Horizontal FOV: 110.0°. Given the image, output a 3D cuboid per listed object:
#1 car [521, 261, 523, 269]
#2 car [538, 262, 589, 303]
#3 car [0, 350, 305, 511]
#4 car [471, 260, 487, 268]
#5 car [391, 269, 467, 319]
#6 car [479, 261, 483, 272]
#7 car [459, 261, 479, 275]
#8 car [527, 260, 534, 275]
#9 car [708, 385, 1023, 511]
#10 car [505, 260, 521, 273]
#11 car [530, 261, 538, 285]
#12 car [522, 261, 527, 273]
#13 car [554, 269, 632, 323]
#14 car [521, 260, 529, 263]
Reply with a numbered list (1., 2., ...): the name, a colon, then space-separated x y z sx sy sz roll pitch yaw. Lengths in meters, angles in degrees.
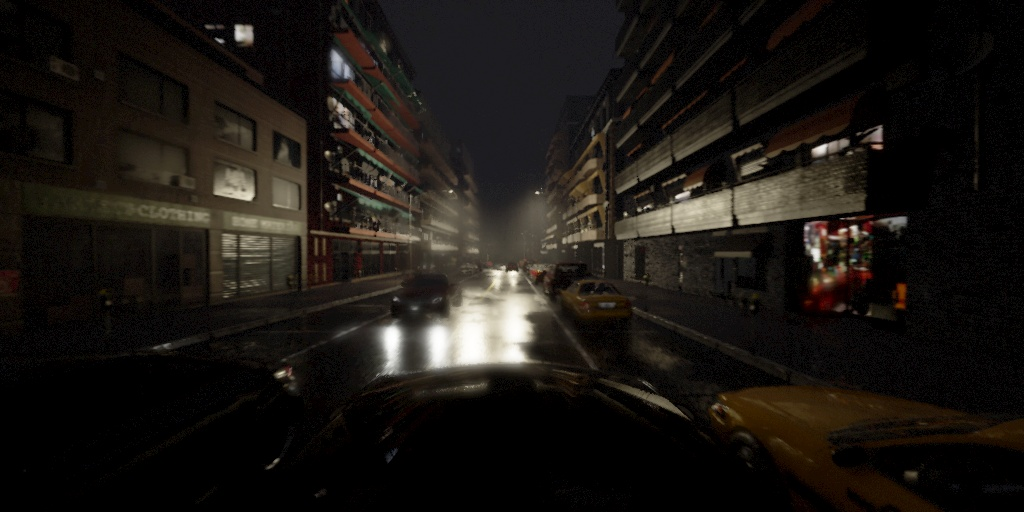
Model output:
1. car: 2.722 1.742 50.913 1.948 1.339 4.313 0 0 0
2. car: 2.705 1.203 17.769 2.192 1.841 5.009 0 0 0
3. car: -3.088 1.316 1.909 1.994 1.385 4.181 0 0 0
4. car: -5.655 1.540 56.394 2.192 1.841 5.009 0 0 0
5. car: -3.004 1.378 13.489 1.812 1.442 4.674 0 -1 1
6. car: -5.659 1.728 50.870 2.007 1.370 4.403 0 0 0
7. car: -5.662 1.680 45.348 2.007 1.370 4.403 0 0 0
8. car: 2.711 1.472 34.342 1.967 1.591 4.097 0 0 0
9. car: 2.656 1.270 1.367 1.751 1.417 4.829 0 0 0
10. car: 0.034 1.699 53.020 1.837 1.490 4.892 0 -1 0
11. car: 2.707 1.424 28.817 1.967 1.591 4.097 0 0 0
12. car: 2.718 1.679 45.389 2.007 1.370 4.403 0 0 0
13. car: 2.706 1.366 12.415 1.751 1.417 4.829 0 0 0
14. car: 2.726 1.538 56.437 2.192 1.841 5.009 0 0 0
